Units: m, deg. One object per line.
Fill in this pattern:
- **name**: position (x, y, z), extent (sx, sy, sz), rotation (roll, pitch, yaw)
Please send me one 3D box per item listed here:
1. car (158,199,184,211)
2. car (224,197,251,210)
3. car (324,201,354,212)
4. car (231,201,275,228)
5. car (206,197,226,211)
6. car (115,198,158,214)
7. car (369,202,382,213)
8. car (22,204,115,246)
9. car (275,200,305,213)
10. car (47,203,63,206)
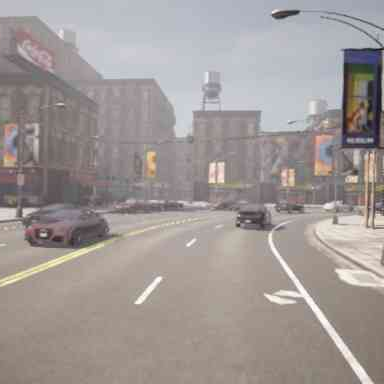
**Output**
- **car**: position (-3.093, 1.509, 38.827), extent (1.895, 1.301, 4.718), rotation (1, 0, 37)
- **car**: position (6.545, 1.702, 40.421), extent (2.033, 1.411, 5.357), rotation (1, 0, 41)
- **car**: position (20.688, 2.031, 46.901), extent (4.674, 1.442, 1.812), rotation (1, 0, -27)
- **car**: position (4.369, 1.608, 23.130), extent (1.837, 1.490, 4.892), rotation (1, 0, 21)
- **car**: position (3.786, 1.436, 42.536), extent (2.097, 1.767, 4.553), rotation (1, 0, 41)
- **car**: position (-5.893, 1.365, 33.829), extent (2.002, 1.452, 4.674), rotation (1, 0, 27)
- **car**: position (26.316, 2.172, 45.489), extent (4.674, 1.442, 1.812), rotation (2, 0, -20)
- **car**: position (-5.242, 1.430, 14.456), extent (1.994, 1.385, 4.181), rotation (1, 0, 10)
- **car**: position (11.993, 1.781, 40.689), extent (4.902, 1.511, 2.128), rotation (1, 0, -44)
- **car**: position (-7.814, 1.365, 19.511), extent (1.994, 1.385, 4.181), rotation (1, 0, 14)
